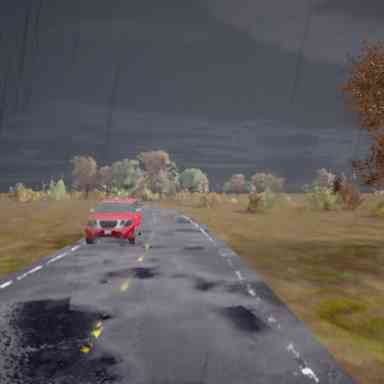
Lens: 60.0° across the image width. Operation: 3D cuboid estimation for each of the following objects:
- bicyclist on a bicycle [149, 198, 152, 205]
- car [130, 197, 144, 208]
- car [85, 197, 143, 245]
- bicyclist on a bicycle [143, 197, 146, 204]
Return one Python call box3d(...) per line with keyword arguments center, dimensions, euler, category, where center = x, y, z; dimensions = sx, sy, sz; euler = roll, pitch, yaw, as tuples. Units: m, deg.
box3d(center=(-8.715, 2.039, 70.026), dimensions=(0.582, 1.620, 1.656), euler=(0, -1, -15), category="bicyclist on a bicycle")
box3d(center=(-9.581, 1.831, 57.390), dimensions=(2.097, 1.767, 4.553), euler=(0, 0, -12), category="car")
box3d(center=(-3.724, 1.359, 16.727), dimensions=(2.150, 2.045, 5.566), euler=(0, -1, -4), category="car")
box3d(center=(-11.269, 2.036, 78.735), dimensions=(0.659, 1.776, 1.843), euler=(0, 0, -17), category="bicyclist on a bicycle")
